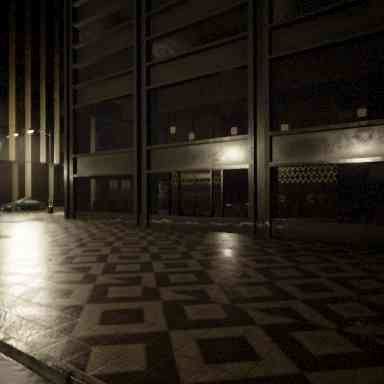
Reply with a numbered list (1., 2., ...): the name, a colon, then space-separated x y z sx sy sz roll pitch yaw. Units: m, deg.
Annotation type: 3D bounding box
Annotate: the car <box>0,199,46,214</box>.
1. car: -16.989 1.424 33.584 1.994 1.385 4.181 0 0 35
